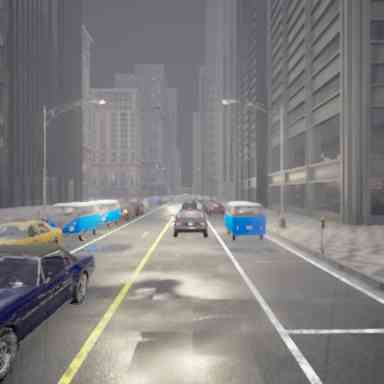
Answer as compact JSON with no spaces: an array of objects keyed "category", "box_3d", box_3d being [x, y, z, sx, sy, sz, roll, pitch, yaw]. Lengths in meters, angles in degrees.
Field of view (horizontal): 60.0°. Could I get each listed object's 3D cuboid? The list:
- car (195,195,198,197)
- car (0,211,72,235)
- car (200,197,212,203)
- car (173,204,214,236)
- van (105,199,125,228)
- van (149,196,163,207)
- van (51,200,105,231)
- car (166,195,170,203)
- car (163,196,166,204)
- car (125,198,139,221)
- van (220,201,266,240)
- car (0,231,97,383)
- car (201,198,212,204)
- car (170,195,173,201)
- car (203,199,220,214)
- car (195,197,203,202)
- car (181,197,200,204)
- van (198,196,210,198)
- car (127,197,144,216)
[{"category":"car","box_3d":[2.058,1.839,73.420,1.887,1.381,4.507,0,0,-1]},{"category":"car","box_3d":[-5.863,1.589,11.118,1.752,1.417,4.829,0,0,-1]},{"category":"car","box_3d":[2.332,1.746,45.218,1.947,1.339,4.313,0,0,-1]},{"category":"car","box_3d":[-0.084,1.626,18.803,2.033,1.411,5.357,0,0,0]},{"category":"van","box_3d":[-5.975,1.452,22.570,1.690,1.788,3.998,0,0,-1]},{"category":"van","box_3d":[-6.304,1.591,56.414,1.690,1.788,3.998,0,0,-1]},{"category":"van","box_3d":[-5.920,1.429,16.929,1.690,1.788,3.998,0,0,-1]},{"category":"car","box_3d":[-6.467,1.884,73.334,1.947,1.339,4.313,0,0,-1]},{"category":"car","box_3d":[-6.357,1.818,62.053,1.887,1.381,4.507,0,0,-1]},{"category":"car","box_3d":[-6.029,1.575,28.210,1.967,1.590,4.097,0,0,-1]},{"category":"van","box_3d":[2.604,1.405,17.017,1.690,1.788,3.998,0,0,-1]},{"category":"car","box_3d":[-3.139,1.633,5.470,1.895,1.301,4.718,0,0,-1]},{"category":"car","box_3d":[2.387,1.739,39.577,1.802,1.307,4.206,0,0,-1]},{"category":"car","box_3d":[-6.577,1.802,84.615,1.967,1.590,4.097,0,0,-1]},{"category":"car","box_3d":[2.442,1.716,33.937,1.802,1.307,4.206,0,0,-1]},{"category":"car","box_3d":[1.894,1.924,90.340,1.947,1.339,4.313,0,0,-1]},{"category":"car","box_3d":[-0.290,1.673,40.620,1.837,1.490,4.892,0,0,0]},{"category":"van","box_3d":[2.276,1.544,50.859,1.690,1.788,3.998,0,0,-1]},{"category":"car","box_3d":[-6.085,1.473,33.851,2.192,1.841,5.009,0,0,-1]}]
